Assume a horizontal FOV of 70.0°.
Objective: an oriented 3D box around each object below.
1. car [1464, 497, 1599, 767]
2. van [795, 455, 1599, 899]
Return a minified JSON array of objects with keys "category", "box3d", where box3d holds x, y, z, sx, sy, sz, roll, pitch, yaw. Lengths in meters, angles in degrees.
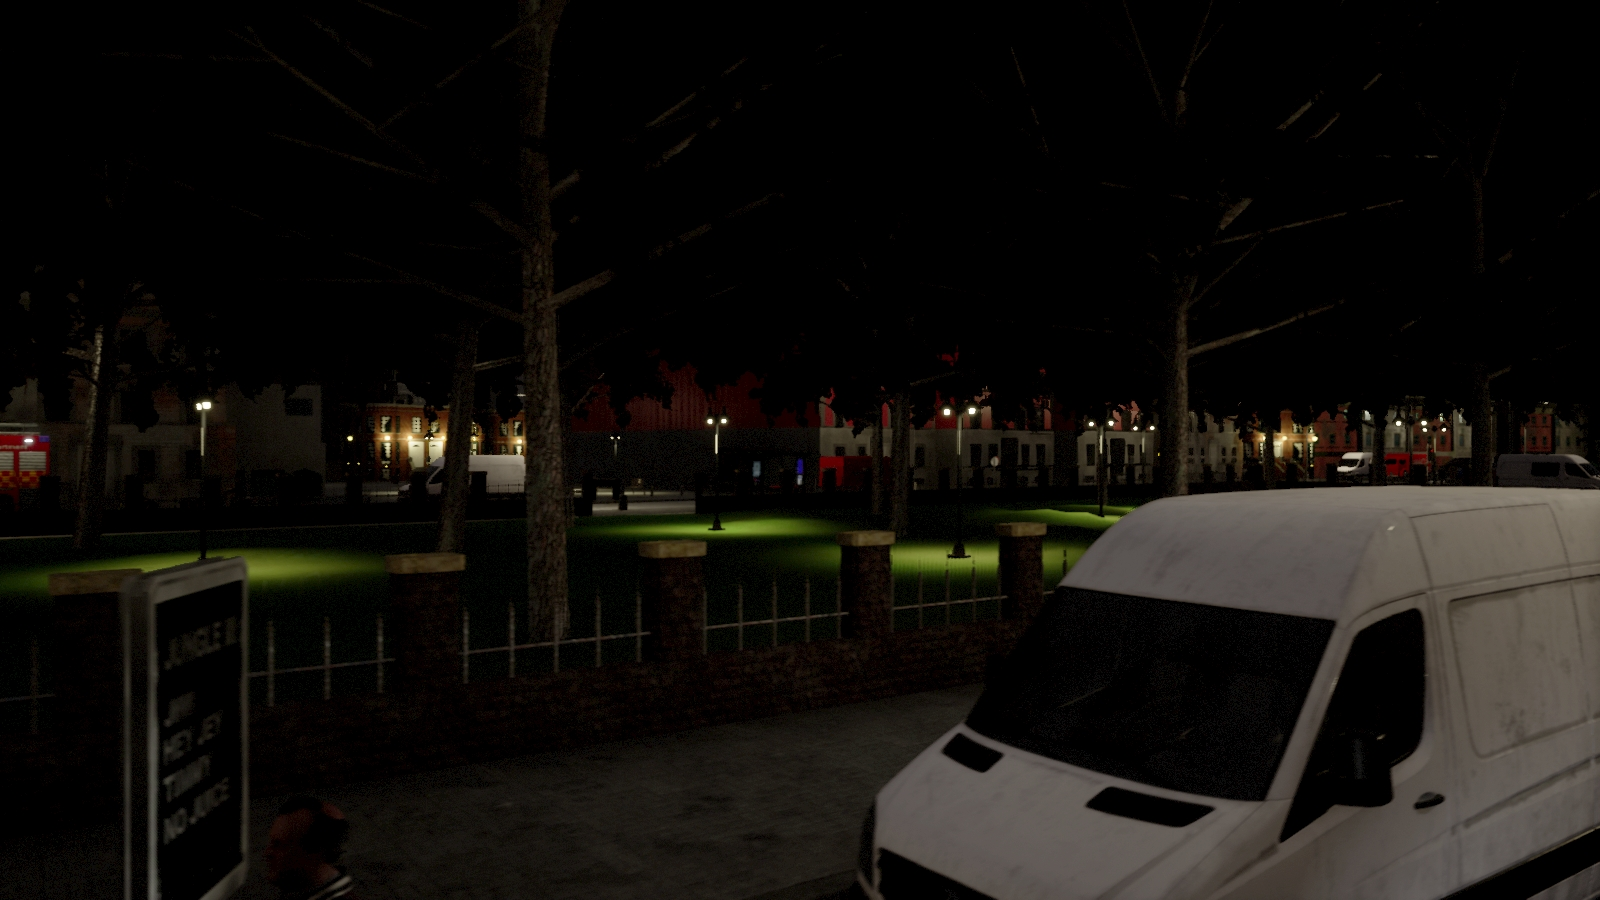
[{"category":"car","box3d":[9.238,1.530,10.870,6.274,2.098,2.390,0,0,-32]},{"category":"van","box3d":[2.967,1.313,6.487,5.915,2.561,1.988,0,0,-35]}]
